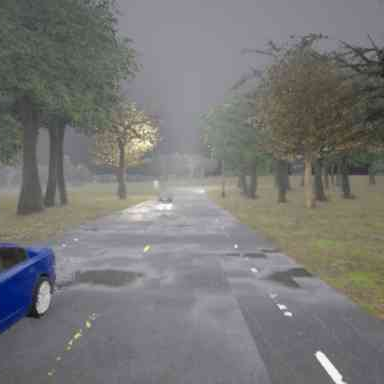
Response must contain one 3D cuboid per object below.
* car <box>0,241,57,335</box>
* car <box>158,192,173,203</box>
[{"bbox_3d":[-3.595,1.468,4.527,1.882,1.535,5.008,0,0,0],"label":"car"},{"bbox_3d":[-3.572,0.726,45.653,2.128,1.511,4.902,0,2,0],"label":"car"}]
